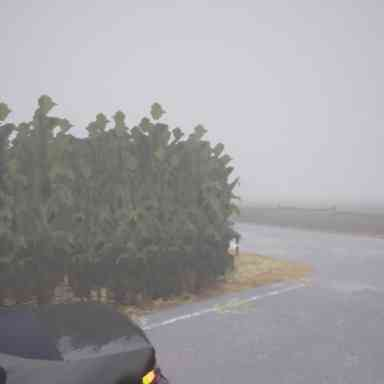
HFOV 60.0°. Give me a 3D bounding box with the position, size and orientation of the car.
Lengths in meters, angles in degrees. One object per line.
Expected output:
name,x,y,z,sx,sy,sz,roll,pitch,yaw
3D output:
car,-2.735,1.554,1.964,5.357,1.411,2.033,0,0,-35
